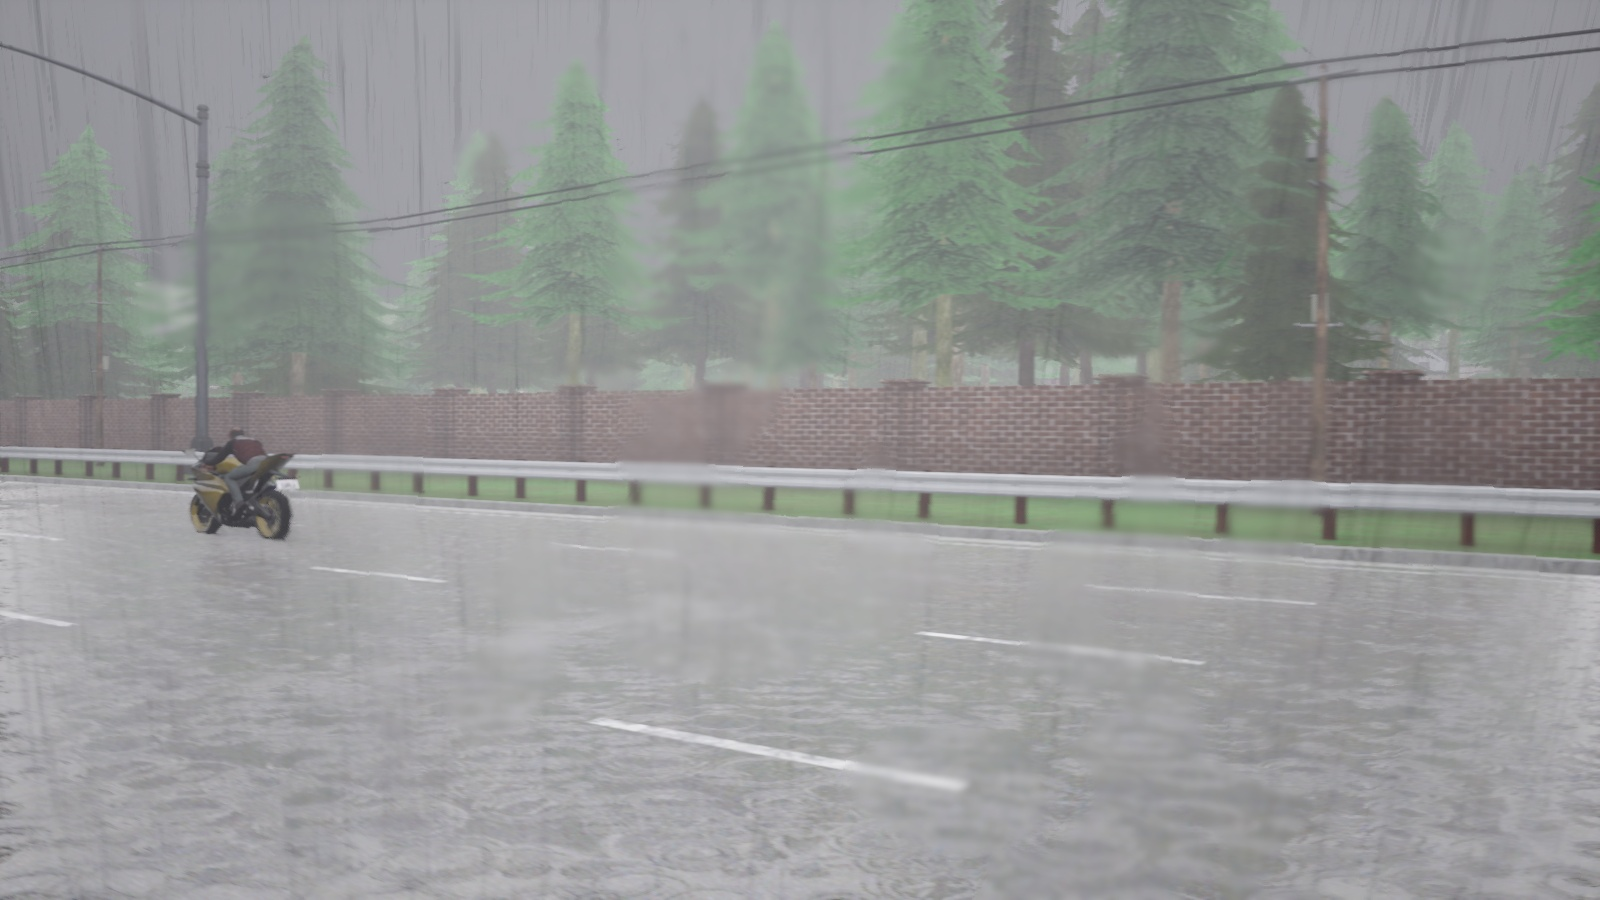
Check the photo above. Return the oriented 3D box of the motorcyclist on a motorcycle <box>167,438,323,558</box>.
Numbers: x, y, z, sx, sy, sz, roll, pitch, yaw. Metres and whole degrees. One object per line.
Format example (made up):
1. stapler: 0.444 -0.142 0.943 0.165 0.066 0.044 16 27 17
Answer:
1. motorcyclist on a motorcycle: -7.555 0.608 17.052 2.191 1.530 0.866 0 1 33
